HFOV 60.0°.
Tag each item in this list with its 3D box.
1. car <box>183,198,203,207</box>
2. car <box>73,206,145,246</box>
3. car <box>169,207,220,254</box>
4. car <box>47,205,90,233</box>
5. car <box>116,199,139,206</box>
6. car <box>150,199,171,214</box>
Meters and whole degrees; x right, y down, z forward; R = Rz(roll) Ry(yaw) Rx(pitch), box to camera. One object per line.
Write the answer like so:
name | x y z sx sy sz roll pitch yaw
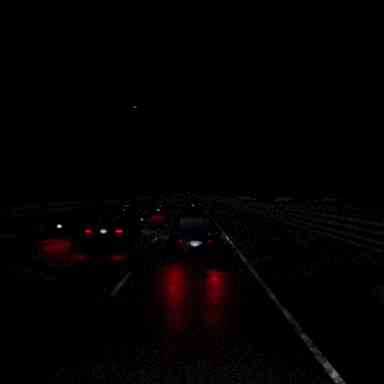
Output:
car | 0.100 1.422 35.620 2.097 1.767 4.553 0 0 0
car | -3.402 1.571 15.278 2.033 1.411 5.357 0 0 0
car | 0.099 1.546 13.392 1.812 1.442 4.674 0 0 0
car | -6.900 1.537 19.734 1.837 1.490 4.892 0 0 0
car | -6.903 1.578 35.954 1.837 1.490 4.892 0 0 0
car | -3.404 1.577 36.005 1.837 1.490 4.892 0 0 0
